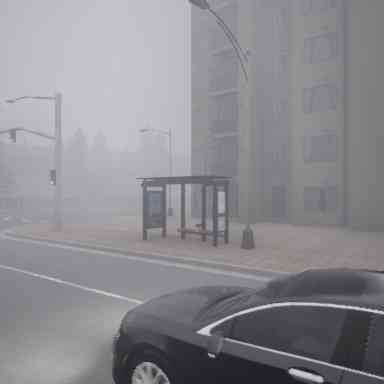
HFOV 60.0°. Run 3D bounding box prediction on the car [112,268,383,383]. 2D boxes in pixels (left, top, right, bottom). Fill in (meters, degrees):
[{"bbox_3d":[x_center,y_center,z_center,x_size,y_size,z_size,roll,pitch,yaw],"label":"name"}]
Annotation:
[{"bbox_3d":[1.344,1.506,3.024,4.892,1.490,1.837,0,0,36],"label":"car"}]
